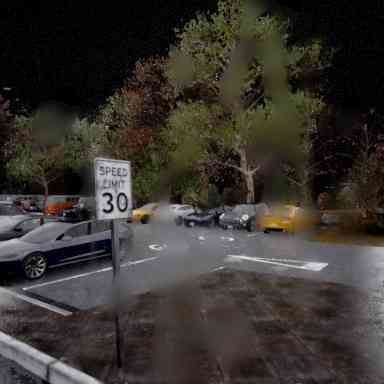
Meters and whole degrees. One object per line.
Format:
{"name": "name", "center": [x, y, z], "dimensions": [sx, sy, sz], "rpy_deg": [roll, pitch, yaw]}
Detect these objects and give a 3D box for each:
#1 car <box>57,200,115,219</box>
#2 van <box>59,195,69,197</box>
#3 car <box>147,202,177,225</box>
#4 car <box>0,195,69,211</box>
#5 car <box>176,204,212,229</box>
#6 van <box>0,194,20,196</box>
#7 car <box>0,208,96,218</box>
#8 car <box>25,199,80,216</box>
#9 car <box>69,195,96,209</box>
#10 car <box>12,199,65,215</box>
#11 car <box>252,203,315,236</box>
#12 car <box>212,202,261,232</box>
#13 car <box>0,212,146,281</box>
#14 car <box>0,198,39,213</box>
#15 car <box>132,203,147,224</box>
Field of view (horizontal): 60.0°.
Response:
{"name": "car", "center": [-9.802, 1.571, 31.105], "dimensions": [2.163, 1.488, 4.792], "rpy_deg": [0, 0, 36]}
{"name": "van", "center": [-12.059, 1.309, 32.921], "dimensions": [1.878, 1.987, 4.442], "rpy_deg": [0, 0, 36]}
{"name": "car", "center": [-0.819, 1.619, 24.620], "dimensions": [2.002, 1.452, 4.674], "rpy_deg": [0, 0, 36]}
{"name": "car", "center": [-8.490, 1.335, 14.065], "dimensions": [2.435, 2.045, 5.566], "rpy_deg": [0, 0, 36]}
{"name": "car", "center": [1.407, 1.618, 22.972], "dimensions": [2.163, 1.488, 4.792], "rpy_deg": [0, 0, 36]}
{"name": "van", "center": [-18.800, 1.317, 37.532], "dimensions": [1.878, 1.987, 4.442], "rpy_deg": [0, 0, 36]}
{"name": "car", "center": [-6.258, 1.596, 12.416], "dimensions": [2.097, 1.535, 5.008], "rpy_deg": [0, 0, 36]}
{"name": "car", "center": [-14.354, 1.561, 34.477], "dimensions": [2.163, 1.488, 4.792], "rpy_deg": [0, 0, 36]}
{"name": "car", "center": [-7.526, 1.300, 29.524], "dimensions": [2.435, 2.045, 5.566], "rpy_deg": [0, 0, 36]}
{"name": "car", "center": [-16.491, 1.563, 36.027], "dimensions": [2.163, 1.488, 4.792], "rpy_deg": [0, 0, 36]}
{"name": "car", "center": [5.807, 1.606, 19.811], "dimensions": [2.097, 1.535, 5.008], "rpy_deg": [0, 0, 36]}
{"name": "car", "center": [3.585, 1.471, 21.467], "dimensions": [2.185, 1.767, 4.553], "rpy_deg": [0, 0, 36]}
{"name": "car", "center": [-4.031, 1.635, 10.758], "dimensions": [2.163, 1.488, 4.792], "rpy_deg": [0, 0, 36]}
{"name": "car", "center": [-20.987, 1.554, 39.260], "dimensions": [2.097, 1.535, 5.008], "rpy_deg": [0, 0, 36]}
{"name": "car", "center": [-3.169, 1.567, 26.099], "dimensions": [1.946, 1.575, 5.366], "rpy_deg": [0, 0, 36]}
